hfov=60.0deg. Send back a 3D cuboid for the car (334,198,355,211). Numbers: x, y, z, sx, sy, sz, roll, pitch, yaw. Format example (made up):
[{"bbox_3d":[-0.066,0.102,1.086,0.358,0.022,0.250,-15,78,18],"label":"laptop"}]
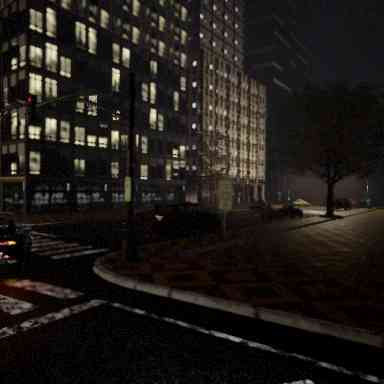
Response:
[{"bbox_3d":[23.151,1.889,51.447,2.192,1.841,5.009,0,0,36],"label":"car"}]

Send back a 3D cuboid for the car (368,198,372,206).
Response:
[{"bbox_3d":[33.211,2.258,65.050,1.887,1.381,4.507,0,0,36],"label":"car"}]

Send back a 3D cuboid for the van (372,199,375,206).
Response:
[{"bbox_3d":[36.567,2.100,69.585,1.690,1.788,3.998,0,0,36],"label":"van"}]

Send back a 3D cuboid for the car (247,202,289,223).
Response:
[{"bbox_3d":[6.479,1.861,28.910,1.752,1.417,4.829,0,0,36],"label":"car"}]

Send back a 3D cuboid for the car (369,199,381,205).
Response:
[{"bbox_3d":[43.273,2.432,78.654,1.802,1.307,4.206,0,0,36],"label":"car"}]

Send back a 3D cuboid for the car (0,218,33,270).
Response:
[{"bbox_3d":[-6.548,1.633,11.148,2.128,1.511,4.902,0,0,-24],"label":"car"}]

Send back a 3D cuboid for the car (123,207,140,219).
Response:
[{"bbox_3d":[-3.816,1.690,29.084,1.752,1.417,4.829,0,0,36],"label":"car"}]

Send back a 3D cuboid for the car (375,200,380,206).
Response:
[{"bbox_3d":[39.920,2.245,74.120,1.967,1.590,4.097,0,0,36],"label":"car"}]

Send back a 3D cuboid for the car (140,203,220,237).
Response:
[{"bbox_3d":[-0.328,1.551,19.706,2.192,1.841,5.009,0,0,36],"label":"car"}]

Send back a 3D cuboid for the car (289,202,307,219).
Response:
[{"bbox_3d":[9.732,1.965,33.308,1.802,1.307,4.206,0,0,36],"label":"car"}]

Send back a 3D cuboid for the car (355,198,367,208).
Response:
[{"bbox_3d":[29.859,1.982,60.516,2.192,1.841,5.009,0,0,36],"label":"car"}]

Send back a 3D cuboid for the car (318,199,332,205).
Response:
[{"bbox_3d":[29.813,2.191,74.548,2.008,1.369,4.403,0,0,36],"label":"car"}]

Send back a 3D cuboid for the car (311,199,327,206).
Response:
[{"bbox_3d":[26.460,2.176,70.015,1.802,1.307,4.206,0,0,36],"label":"car"}]

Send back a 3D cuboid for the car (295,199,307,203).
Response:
[{"bbox_3d":[19.654,2.026,60.813,1.752,1.417,4.829,0,0,36],"label":"car"}]
